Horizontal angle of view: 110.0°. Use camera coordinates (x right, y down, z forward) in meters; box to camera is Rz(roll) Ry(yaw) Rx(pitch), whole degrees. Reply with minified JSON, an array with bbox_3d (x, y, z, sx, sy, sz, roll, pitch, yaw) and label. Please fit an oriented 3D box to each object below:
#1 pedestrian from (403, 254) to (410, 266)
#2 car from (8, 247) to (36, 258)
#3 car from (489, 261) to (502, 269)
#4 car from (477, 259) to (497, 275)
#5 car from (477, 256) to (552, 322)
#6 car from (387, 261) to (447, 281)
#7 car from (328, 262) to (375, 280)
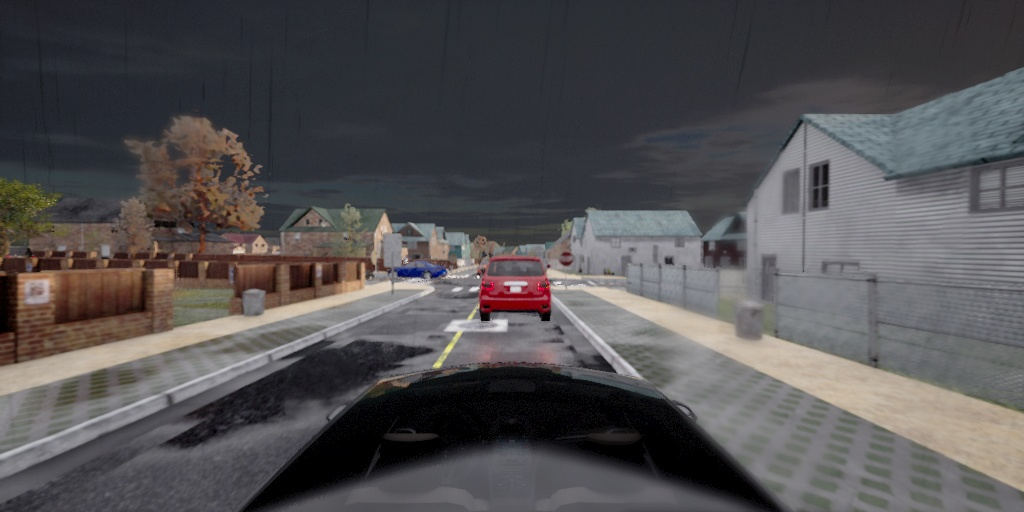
[{"bbox_3d":[-9.690,0.738,32.968,0.375,1.860,0.375,0,0,1],"label":"pedestrian"},{"bbox_3d":[-44.160,0.189,30.540,5.566,2.045,2.150,1,1,2],"label":"car"},{"bbox_3d":[-2.797,1.527,63.029,2.033,1.411,5.357,0,0,1],"label":"car"},{"bbox_3d":[-2.853,1.257,41.843,2.097,1.767,4.553,0,0,0],"label":"car"},{"bbox_3d":[0.093,1.012,12.536,2.150,2.045,5.566,0,0,0],"label":"car"},{"bbox_3d":[-7.924,1.171,29.833,5.008,1.535,1.882,1,0,14],"label":"car"},{"bbox_3d":[-13.275,1.183,27.137,5.357,1.411,2.033,1,1,2],"label":"car"}]
